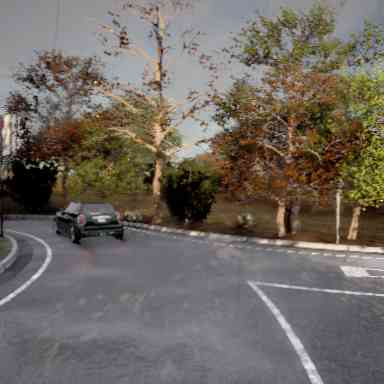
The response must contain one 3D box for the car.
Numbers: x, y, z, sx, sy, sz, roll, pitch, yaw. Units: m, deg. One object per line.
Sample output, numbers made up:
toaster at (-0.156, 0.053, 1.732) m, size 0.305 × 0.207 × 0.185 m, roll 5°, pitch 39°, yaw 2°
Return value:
car at (-4.816, 1.135, 15.152) m, size 2.097 × 1.767 × 4.553 m, roll 0°, pitch 1°, yaw -34°
